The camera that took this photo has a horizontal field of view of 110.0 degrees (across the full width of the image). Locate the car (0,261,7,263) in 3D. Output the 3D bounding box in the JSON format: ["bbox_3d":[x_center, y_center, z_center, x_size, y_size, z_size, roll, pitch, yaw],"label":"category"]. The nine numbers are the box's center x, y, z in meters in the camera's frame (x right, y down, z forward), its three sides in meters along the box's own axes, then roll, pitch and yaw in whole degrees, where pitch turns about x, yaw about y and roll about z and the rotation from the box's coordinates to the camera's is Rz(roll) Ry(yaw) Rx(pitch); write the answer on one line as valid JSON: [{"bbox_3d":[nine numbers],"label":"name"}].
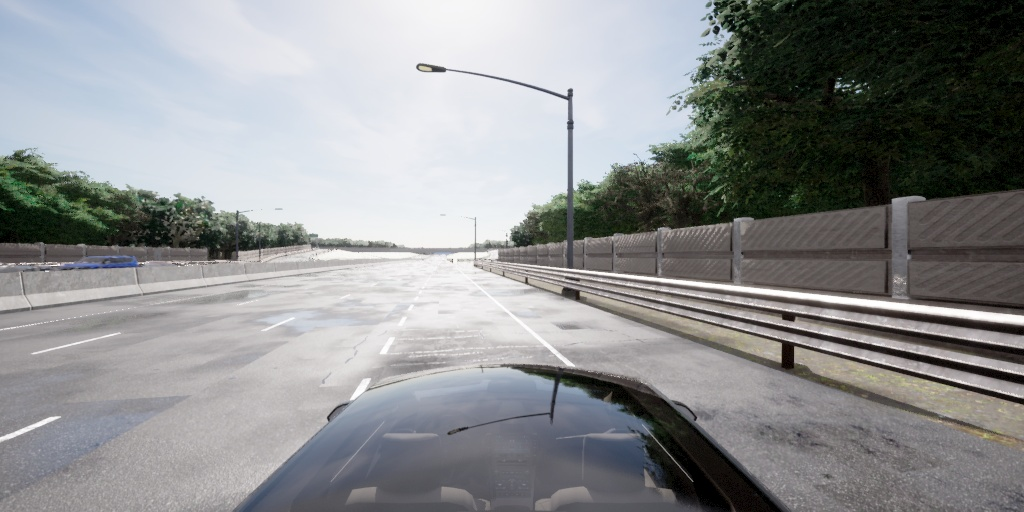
[{"bbox_3d":[-36.233,1.110,23.800,2.097,1.767,4.553,0,0,-11],"label":"car"}]

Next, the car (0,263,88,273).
[{"bbox_3d":[-24.332,1.259,17.528,1.837,1.490,4.892,0,0,-11],"label":"car"}]

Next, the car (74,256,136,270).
[{"bbox_3d":[-33.762,0.988,29.491,2.150,2.045,5.566,0,0,-11],"label":"car"}]

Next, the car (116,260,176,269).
[{"bbox_3d":[-30.414,1.292,30.617,1.812,1.442,4.674,0,0,-11],"label":"car"}]
